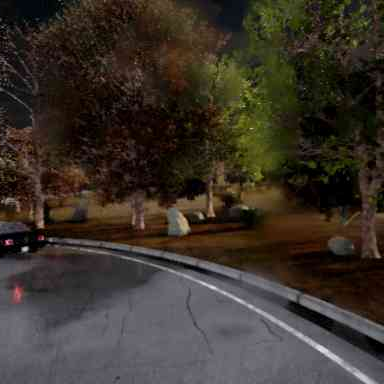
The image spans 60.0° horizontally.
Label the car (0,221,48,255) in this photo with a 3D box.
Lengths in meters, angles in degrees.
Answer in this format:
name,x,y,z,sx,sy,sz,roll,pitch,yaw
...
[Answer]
name,x,y,z,sx,sy,sz,roll,pitch,yaw
car,-8.014,1.844,13.356,4.718,1.301,1.895,-1,0,32
